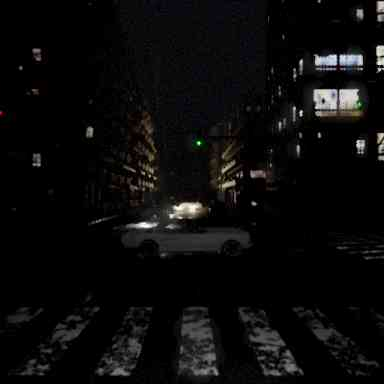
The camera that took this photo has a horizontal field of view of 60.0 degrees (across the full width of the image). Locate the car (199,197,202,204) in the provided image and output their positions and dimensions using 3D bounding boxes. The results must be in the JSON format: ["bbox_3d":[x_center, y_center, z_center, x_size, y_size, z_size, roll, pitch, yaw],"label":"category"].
[{"bbox_3d":[2.653,1.997,60.514,1.802,1.307,4.206,0,0,0],"label":"car"}]

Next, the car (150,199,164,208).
[{"bbox_3d":[-5.724,1.942,54.976,1.947,1.339,4.313,0,0,0],"label":"car"}]

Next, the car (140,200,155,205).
[{"bbox_3d":[-5.718,1.850,43.907,2.008,1.369,4.403,0,0,0],"label":"car"}]

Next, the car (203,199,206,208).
[{"bbox_3d":[2.667,1.812,38.377,2.008,1.369,4.403,0,0,0],"label":"car"}]

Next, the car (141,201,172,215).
[{"bbox_3d":[-3.119,1.806,30.226,1.895,1.301,4.718,0,0,0],"label":"car"}]

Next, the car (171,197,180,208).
[{"bbox_3d":[-3.103,1.895,56.737,1.837,1.490,4.892,0,-1,0],"label":"car"}]

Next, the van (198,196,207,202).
[{"bbox_3d":[2.650,1.796,66.050,1.690,1.788,3.998,0,0,0],"label":"van"}]

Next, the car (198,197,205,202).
[{"bbox_3d":[2.632,2.203,93.719,1.887,1.381,4.507,0,0,0],"label":"car"}]

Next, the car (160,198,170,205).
[{"bbox_3d":[-5.735,2.041,71.577,1.887,1.381,4.507,0,0,0],"label":"car"}]

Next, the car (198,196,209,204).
[{"bbox_3d":[2.643,1.851,77.118,2.192,1.841,5.009,0,0,0],"label":"car"}]

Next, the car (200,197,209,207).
[{"bbox_3d":[2.657,1.958,54.980,1.802,1.307,4.206,0,0,0],"label":"car"}]

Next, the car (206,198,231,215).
[{"bbox_3d":[2.671,1.663,32.844,1.967,1.590,4.097,0,0,0],"label":"car"}]

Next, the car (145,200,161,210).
[{"bbox_3d":[-5.720,1.919,49.441,1.802,1.307,4.206,0,0,0],"label":"car"}]

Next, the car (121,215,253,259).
[{"bbox_3d":[-0.144,1.685,12.493,4.718,1.301,1.895,0,0,0],"label":"car"}]

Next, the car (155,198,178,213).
[{"bbox_3d":[-3.122,1.782,40.634,1.837,1.490,4.892,0,-1,0],"label":"car"}]
